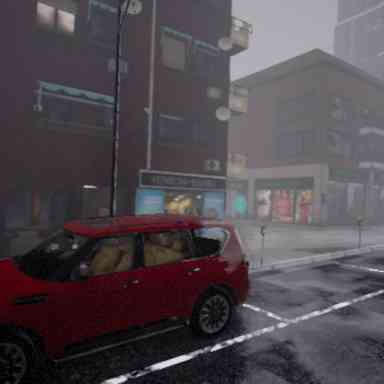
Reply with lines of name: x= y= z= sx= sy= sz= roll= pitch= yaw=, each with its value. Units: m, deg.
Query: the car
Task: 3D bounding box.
car: x=-1.269 y=1.337 z=5.158 sx=5.009 sy=1.841 sz=2.192 roll=1 pitch=1 yaw=-35
